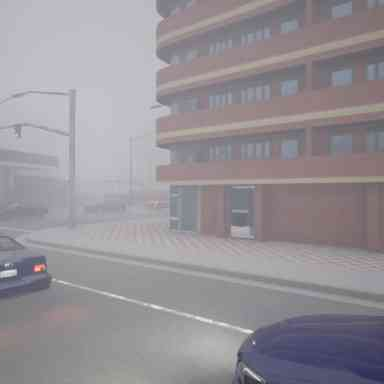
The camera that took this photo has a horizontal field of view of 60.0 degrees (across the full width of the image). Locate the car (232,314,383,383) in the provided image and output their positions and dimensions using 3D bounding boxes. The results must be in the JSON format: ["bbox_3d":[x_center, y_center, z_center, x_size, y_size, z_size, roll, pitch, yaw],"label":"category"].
[{"bbox_3d":[2.513,1.536,2.201,4.674,1.442,1.812,0,0,35],"label":"car"}]

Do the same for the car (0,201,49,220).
[{"bbox_3d":[-14.438,1.523,27.985,1.812,1.442,4.674,0,0,34],"label":"car"}]

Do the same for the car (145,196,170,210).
[{"bbox_3d":[-4.063,1.389,43.244,2.097,1.767,4.553,0,0,34],"label":"car"}]

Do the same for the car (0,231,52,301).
[{"bbox_3d":[-5.342,1.545,7.693,5.357,1.411,2.033,0,0,38],"label":"car"}]

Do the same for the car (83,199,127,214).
[{"bbox_3d":[-9.250,1.494,35.629,1.882,1.535,5.008,0,0,34],"label":"car"}]
